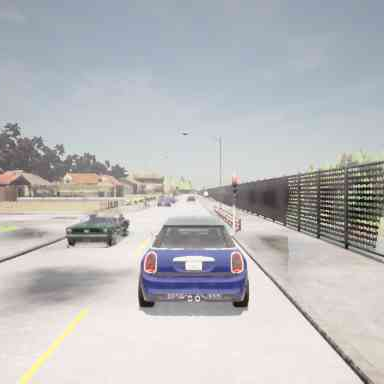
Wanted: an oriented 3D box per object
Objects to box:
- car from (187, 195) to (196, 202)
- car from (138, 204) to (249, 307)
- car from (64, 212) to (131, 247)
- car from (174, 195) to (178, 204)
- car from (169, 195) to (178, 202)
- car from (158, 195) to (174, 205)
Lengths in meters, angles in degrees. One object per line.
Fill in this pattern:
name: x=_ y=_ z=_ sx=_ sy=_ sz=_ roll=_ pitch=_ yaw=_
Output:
car: x=-0.142 y=1.523 z=76.319 sx=1.812 sy=1.442 sz=4.674 roll=0 pitch=0 yaw=0
car: x=0.037 y=1.352 z=8.119 sx=2.097 sy=1.767 sz=4.553 roll=0 pitch=0 yaw=0
car: x=-4.128 y=1.601 z=15.239 sx=1.895 sy=1.301 sz=4.718 roll=0 pitch=0 yaw=0
car: x=-4.168 y=1.547 z=64.383 sx=2.033 sy=1.411 sz=5.357 roll=0 pitch=0 yaw=0
car: x=-4.143 y=1.474 z=76.422 sx=1.882 sy=1.535 sz=5.008 roll=0 pitch=0 yaw=0
car: x=-4.182 y=1.525 z=50.974 sx=1.812 sy=1.442 sz=4.674 roll=0 pitch=0 yaw=0
